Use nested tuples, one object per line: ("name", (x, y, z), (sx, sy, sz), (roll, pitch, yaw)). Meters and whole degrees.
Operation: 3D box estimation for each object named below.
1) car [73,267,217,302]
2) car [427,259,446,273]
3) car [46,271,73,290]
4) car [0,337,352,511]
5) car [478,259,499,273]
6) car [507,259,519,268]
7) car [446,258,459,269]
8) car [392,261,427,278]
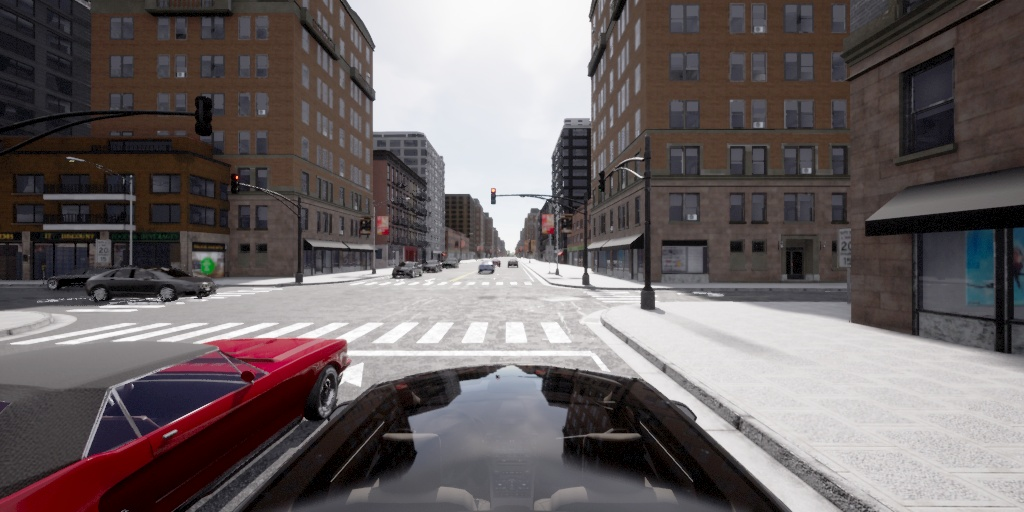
("car", (-16.170, 1.250, 16.200), (4.892, 1.490, 1.837), (0, 0, 0))
("car", (-9.730, 1.250, 43.601), (1.837, 1.490, 4.892), (0, 0, 1))
("car", (-25.321, 1.330, 21.750), (4.313, 1.339, 1.948), (0, 0, 0))
("car", (-3.156, 1.351, 2.882), (1.895, 1.301, 4.718), (0, 0, 0))
("car", (-3.034, 1.294, 43.618), (2.033, 1.411, 5.357), (0, 0, 0))
("car", (0.168, 1.245, 62.244), (1.837, 1.490, 4.892), (0, 0, 0))
("car", (-9.685, 1.094, 56.253), (2.097, 1.767, 4.553), (0, 0, 0))
("car", (-9.757, 1.254, 33.766), (1.837, 1.490, 4.892), (0, 0, 0))
